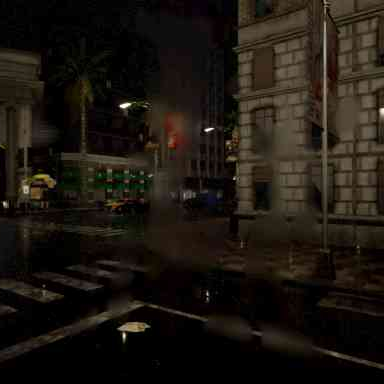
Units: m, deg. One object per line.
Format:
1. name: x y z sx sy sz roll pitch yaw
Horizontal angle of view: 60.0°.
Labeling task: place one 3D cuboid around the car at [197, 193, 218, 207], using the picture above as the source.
1. car: 1.700 1.218 50.527 2.150 2.045 5.566 0 0 40

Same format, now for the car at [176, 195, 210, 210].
1. car: -0.062 1.526 42.496 1.812 1.442 4.674 0 0 37

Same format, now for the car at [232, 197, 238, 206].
1. car: 8.737 1.223 52.758 5.566 2.045 2.150 0 0 -42

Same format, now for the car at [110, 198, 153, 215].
1. car: -5.964 1.564 34.465 1.994 1.385 4.181 0 0 36

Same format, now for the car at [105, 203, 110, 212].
1. car: -7.647 1.478 38.093 1.882 1.535 5.008 0 0 37
